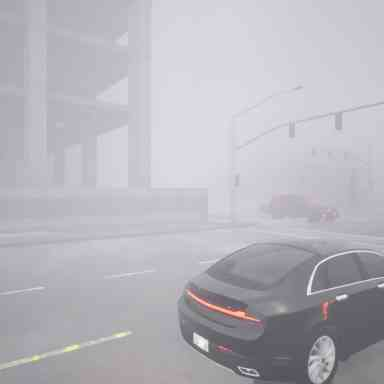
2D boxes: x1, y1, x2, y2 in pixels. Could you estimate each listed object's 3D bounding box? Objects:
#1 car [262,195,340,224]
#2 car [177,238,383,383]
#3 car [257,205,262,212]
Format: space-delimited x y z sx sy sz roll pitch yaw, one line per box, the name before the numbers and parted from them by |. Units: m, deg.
car | 8.445 1.222 25.699 2.150 2.045 5.566 0 0 -36
car | 2.088 1.505 5.280 4.892 1.490 1.837 0 0 -35
car | 8.673 1.547 31.484 2.033 1.411 5.357 0 0 -37
